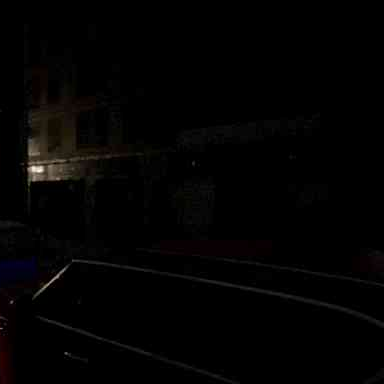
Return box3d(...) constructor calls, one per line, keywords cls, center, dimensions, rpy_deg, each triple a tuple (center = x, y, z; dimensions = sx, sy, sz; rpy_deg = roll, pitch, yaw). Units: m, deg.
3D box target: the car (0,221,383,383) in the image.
box3d(cls="car", center=(-0.145, 1.315, 2.971), dimensions=(5.009, 1.841, 2.192), rpy_deg=(0, 0, 35))
